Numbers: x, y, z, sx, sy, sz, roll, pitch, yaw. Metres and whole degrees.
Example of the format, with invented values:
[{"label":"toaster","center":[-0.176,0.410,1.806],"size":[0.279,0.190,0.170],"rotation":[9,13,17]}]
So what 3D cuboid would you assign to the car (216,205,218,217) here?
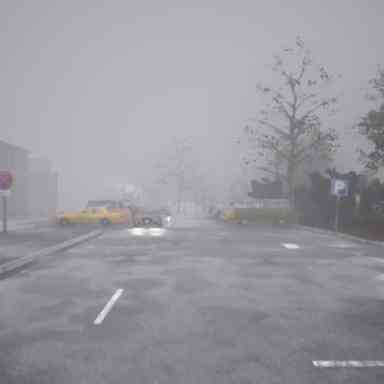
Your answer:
[{"label":"car","center":[5.085,1.854,29.447],"size":[5.366,1.575,1.946],"rotation":[0,-2,0]}]

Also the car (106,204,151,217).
[{"label":"car","center":[-7.456,2.167,39.611],"size":[5.008,1.535,2.097],"rotation":[0,-2,-1]}]

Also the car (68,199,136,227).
[{"label":"car","center":[-7.324,1.684,27.475],"size":[4.553,1.767,2.185],"rotation":[0,-1,0]}]

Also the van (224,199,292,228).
[{"label":"van","center":[4.820,1.506,23.996],"size":[4.442,1.987,1.878],"rotation":[0,-1,0]}]

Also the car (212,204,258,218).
[{"label":"car","center":[4.822,2.109,37.951],"size":[4.892,1.521,2.231],"rotation":[0,-2,-1]}]

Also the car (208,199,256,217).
[{"label":"car","center":[4.768,1.949,40.627],"size":[5.566,2.045,2.435],"rotation":[0,-2,-1]}]

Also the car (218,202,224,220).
[{"label":"car","center":[5.103,1.790,26.787],"size":[5.366,1.575,1.946],"rotation":[0,-1,0]}]

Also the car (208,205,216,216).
[{"label":"car","center":[4.831,1.764,35.168],"size":[5.566,2.045,2.435],"rotation":[0,-2,-1]}]

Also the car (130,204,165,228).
[{"label":"car","center":[-3.257,1.824,24.338],"size":[1.994,1.385,4.181],"rotation":[0,-1,-7]}]

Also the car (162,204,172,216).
[{"label":"car","center":[-3.568,2.329,42.451],"size":[1.837,1.490,4.892],"rotation":[0,-2,-1]}]
